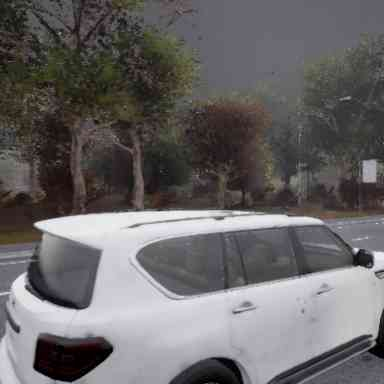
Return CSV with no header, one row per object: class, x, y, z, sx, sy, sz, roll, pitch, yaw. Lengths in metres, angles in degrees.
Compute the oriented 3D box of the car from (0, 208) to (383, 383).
car,0.715,1.233,4.289,5.566,2.045,2.150,0,0,-35
